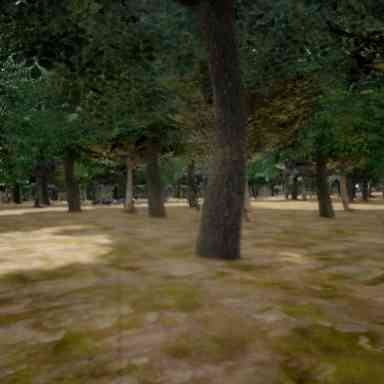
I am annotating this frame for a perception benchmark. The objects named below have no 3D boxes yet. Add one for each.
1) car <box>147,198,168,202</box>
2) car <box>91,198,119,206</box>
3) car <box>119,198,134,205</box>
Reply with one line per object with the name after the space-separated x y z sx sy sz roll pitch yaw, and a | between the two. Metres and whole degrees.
-7.906 1.746 76.131 2.033 1.411 5.357 -3 -2 38 | car
-17.124 1.911 64.293 1.837 1.490 4.892 -3 -2 38 | car
-14.991 1.985 72.723 2.128 1.511 4.902 -3 -2 38 | car
